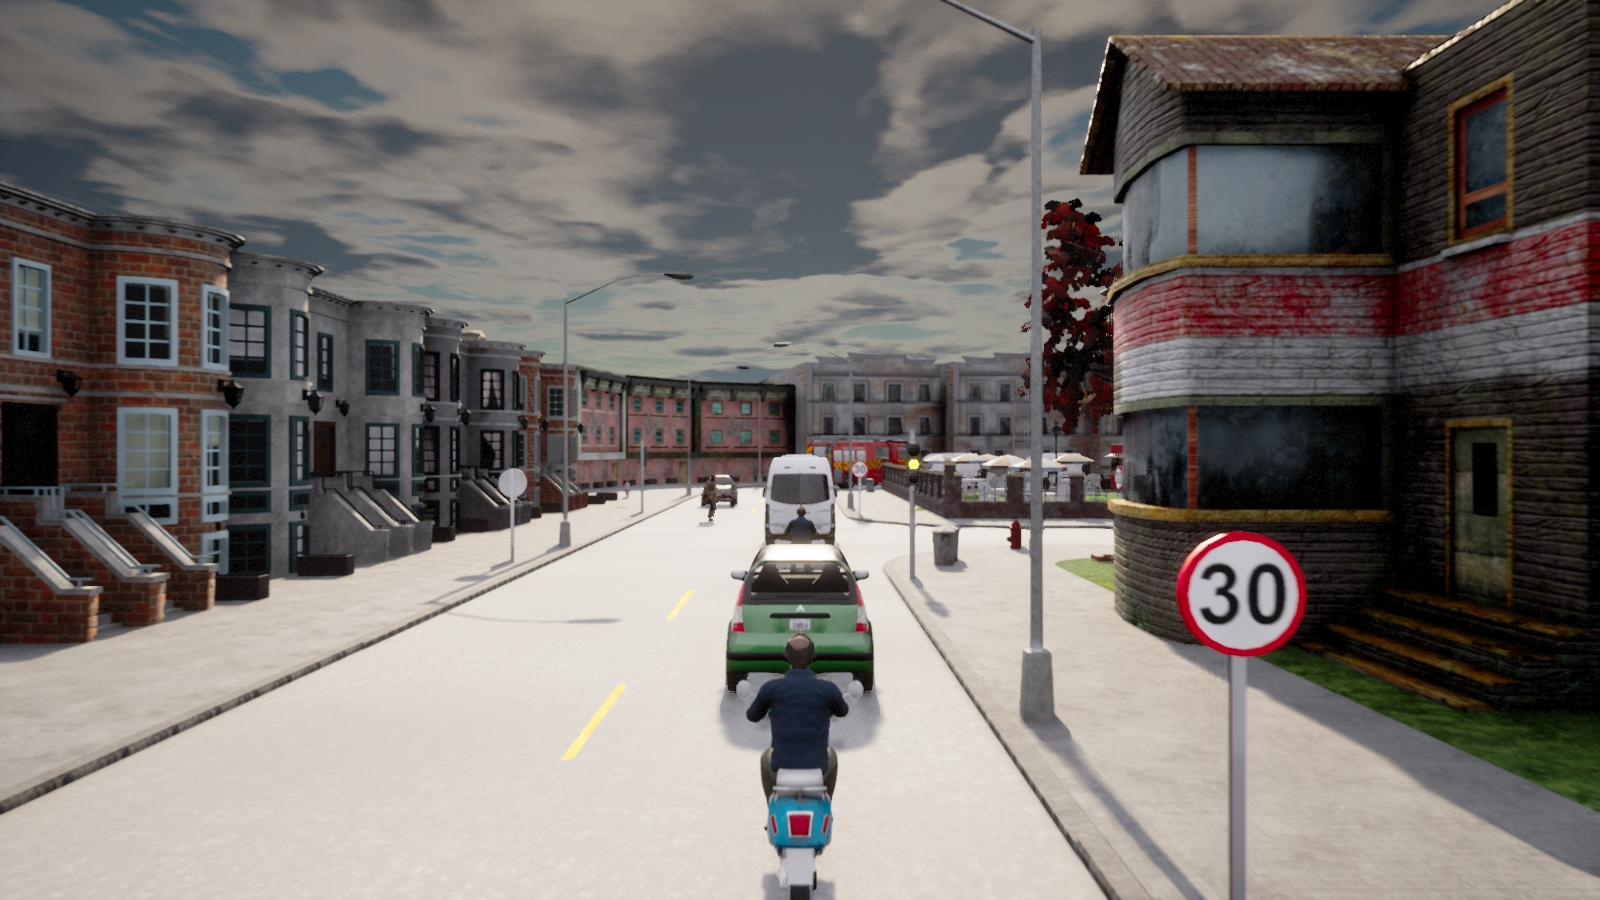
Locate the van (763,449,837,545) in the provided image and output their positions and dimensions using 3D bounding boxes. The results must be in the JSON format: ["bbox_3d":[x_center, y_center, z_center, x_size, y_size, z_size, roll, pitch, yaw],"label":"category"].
[{"bbox_3d":[-0.008,1.302,33.642,1.988,2.561,5.915,0,-1,0],"label":"van"}]

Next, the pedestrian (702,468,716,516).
[{"bbox_3d":[-3.509,1.618,44.095,0.375,1.860,0.375,0,0,41],"label":"pedestrian"}]

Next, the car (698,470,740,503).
[{"bbox_3d":[-4.019,1.792,57.173,1.789,1.549,3.705,0,0,0],"label":"car"}]

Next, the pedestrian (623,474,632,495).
[{"bbox_3d":[-9.467,1.890,62.680,0.500,1.100,0.500,0,0,-10],"label":"pedestrian"}]

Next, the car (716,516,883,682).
[{"bbox_3d":[-0.004,1.775,14.692,1.851,1.617,3.988,0,0,0],"label":"car"}]
